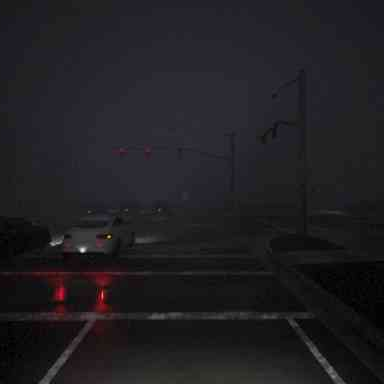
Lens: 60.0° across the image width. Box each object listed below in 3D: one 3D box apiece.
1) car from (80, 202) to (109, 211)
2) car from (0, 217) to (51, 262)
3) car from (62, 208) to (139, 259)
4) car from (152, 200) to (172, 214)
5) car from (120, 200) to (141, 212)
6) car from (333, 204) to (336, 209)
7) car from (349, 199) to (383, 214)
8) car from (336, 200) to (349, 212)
[{"bbox_3d":[-10.403,1.722,35.907,1.895,1.301,4.718,0,0,0],"label":"car"},{"bbox_3d":[-6.904,1.605,12.265,1.994,1.385,4.181,0,0,0],"label":"car"},{"bbox_3d":[-3.403,1.569,12.668,1.812,1.442,4.674,0,0,0],"label":"car"},{"bbox_3d":[-3.403,1.631,37.522,1.837,1.490,4.892,0,0,0],"label":"car"},{"bbox_3d":[-6.903,1.631,37.537,1.837,1.490,4.892,0,0,0],"label":"car"},{"bbox_3d":[20.501,1.669,42.513,4.674,1.442,1.812,0,0,1],"label":"car"},{"bbox_3d":[19.987,1.611,35.524,4.902,1.511,2.128,0,0,1],"label":"car"},{"bbox_3d":[19.967,1.657,39.024,4.674,1.442,1.812,0,0,1],"label":"car"}]
